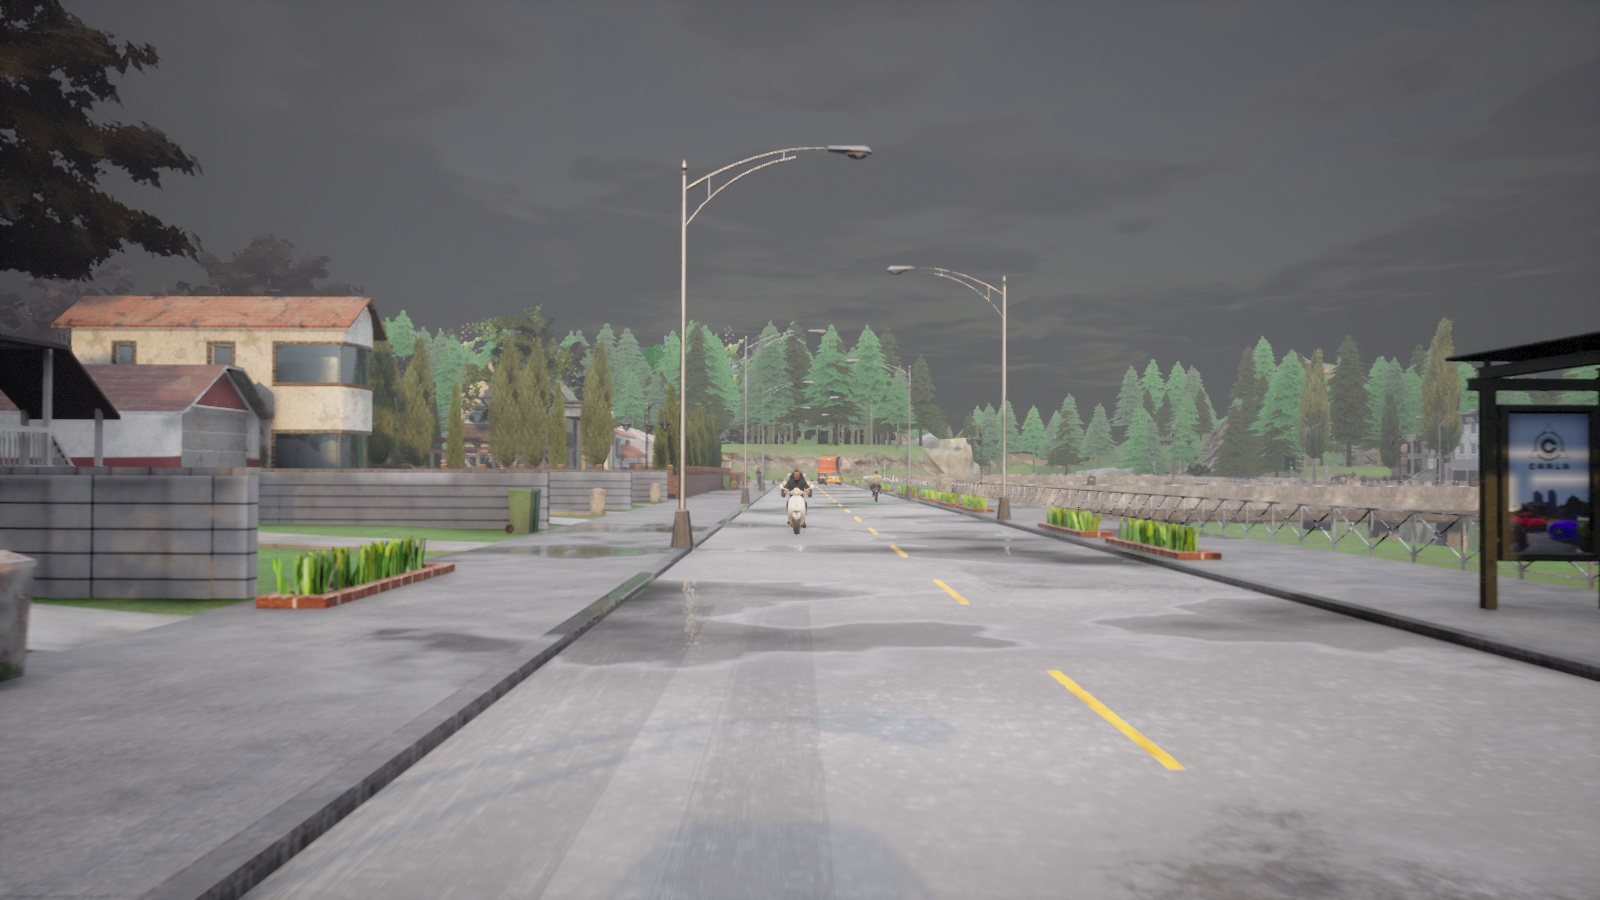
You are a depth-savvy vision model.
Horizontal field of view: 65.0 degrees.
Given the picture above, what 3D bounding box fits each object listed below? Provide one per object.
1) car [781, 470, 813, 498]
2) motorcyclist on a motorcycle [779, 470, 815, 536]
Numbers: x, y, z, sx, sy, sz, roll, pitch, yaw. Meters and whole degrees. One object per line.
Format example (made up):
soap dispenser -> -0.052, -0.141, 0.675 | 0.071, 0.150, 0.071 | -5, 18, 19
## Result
car -> -0.177, 2.012, 75.151 | 1.801, 1.575, 5.366 | 0, -1, 0
motorcyclist on a motorcycle -> -0.074, 1.291, 31.210 | 0.866, 1.590, 1.817 | 0, -1, 0
